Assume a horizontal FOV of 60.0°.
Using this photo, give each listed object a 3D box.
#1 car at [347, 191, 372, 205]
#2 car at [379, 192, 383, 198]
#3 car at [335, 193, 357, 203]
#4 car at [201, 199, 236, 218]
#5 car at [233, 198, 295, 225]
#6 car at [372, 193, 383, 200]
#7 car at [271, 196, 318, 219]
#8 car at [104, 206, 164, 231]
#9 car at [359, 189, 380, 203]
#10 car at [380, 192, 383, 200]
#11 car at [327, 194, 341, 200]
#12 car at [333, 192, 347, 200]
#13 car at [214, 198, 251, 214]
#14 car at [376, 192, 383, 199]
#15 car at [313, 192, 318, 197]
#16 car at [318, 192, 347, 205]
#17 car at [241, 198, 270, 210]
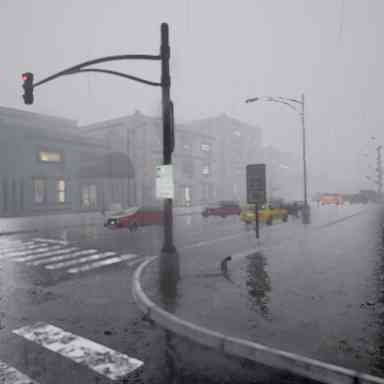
[{"bbox_3d":[23.254,0.978,46.198,1.837,1.490,4.892,-2,0,36],"label":"car"},{"bbox_3d":[43.539,0.706,74.877,1.887,1.381,4.507,-1,0,36],"label":"car"},{"bbox_3d":[24.872,0.975,53.614,2.128,1.511,4.902,-2,0,36],"label":"car"},{"bbox_3d":[2.573,1.441,28.339,1.994,1.385,4.181,-2,0,36],"label":"car"},{"bbox_3d":[4.796,1.300,21.546,1.752,1.417,4.829,-1,0,36],"label":"car"},{"bbox_3d":[37.211,0.825,66.175,1.947,1.339,4.313,-1,0,36],"label":"car"},{"bbox_3d":[7.948,1.275,25.885,2.008,1.369,4.403,-1,0,36],"label":"car"},{"bbox_3d":[-3.287,1.536,20.277,1.994,1.385,4.181,-2,0,36],"label":"car"},{"bbox_3d":[27.347,0.629,51.912,2.150,2.045,5.566,-2,0,36],"label":"car"},{"bbox_3d":[33.955,0.625,61.699,2.192,1.841,5.009,-1,0,36],"label":"car"},{"bbox_3d":[30.435,1.047,71.101,1.802,1.307,4.206,-1,0,36],"label":"car"},{"bbox_3d":[33.684,0.855,75.578,1.967,1.590,4.097,-1,0,36],"label":"car"},{"bbox_3d":[4.323,1.405,35.150,1.752,1.417,4.829,-1,0,36],"label":"car"},{"bbox_3d":[40.462,0.775,70.652,1.947,1.339,4.313,-1,0,36],"label":"car"},{"bbox_3d":[23.927,0.882,62.149,2.192,1.841,5.009,-1,0,36],"label":"car"},{"bbox_3d":[19.626,0.919,46.392,2.097,1.767,4.553,-2,0,35],"label":"car"},{"bbox_3d":[7.675,1.408,39.764,1.802,1.307,4.206,-1,0,36],"label":"car"}]
